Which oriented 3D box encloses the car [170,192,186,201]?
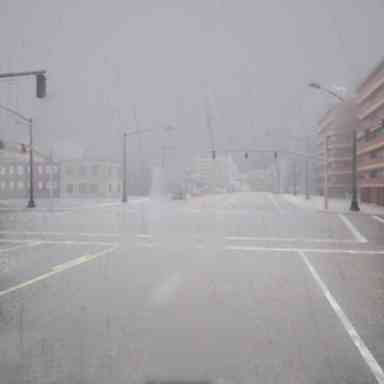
[{"bbox_3d":[-2.336,0.784,56.612,1.812,1.442,4.674,0,2,12],"label":"car"}]

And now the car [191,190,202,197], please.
[{"bbox_3d":[0.993,0.320,72.538,1.882,1.535,5.008,0,1,12],"label":"car"}]
